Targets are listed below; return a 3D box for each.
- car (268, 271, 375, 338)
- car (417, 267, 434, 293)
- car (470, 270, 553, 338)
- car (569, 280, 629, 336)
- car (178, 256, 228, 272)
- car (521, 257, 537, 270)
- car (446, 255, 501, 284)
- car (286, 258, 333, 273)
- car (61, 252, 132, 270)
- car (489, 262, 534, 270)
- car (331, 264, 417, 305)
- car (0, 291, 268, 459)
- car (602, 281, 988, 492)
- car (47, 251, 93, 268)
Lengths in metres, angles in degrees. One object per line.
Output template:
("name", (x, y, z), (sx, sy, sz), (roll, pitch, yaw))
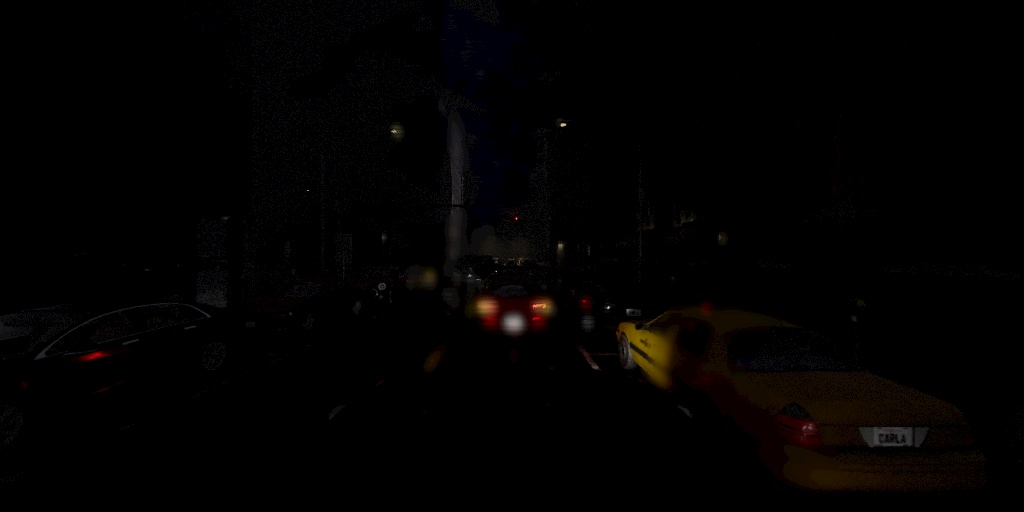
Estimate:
("car", (-5.772, 1.295, 10.183), (1.888, 1.381, 4.507), (0, 0, 0))
("car", (-5.785, 1.277, 20.926), (1.751, 1.417, 4.829), (0, 0, 0))
("car", (0.060, 1.276, 10.028), (1.812, 1.442, 4.674), (0, 0, 0))
("car", (2.754, 1.316, 10.195), (1.948, 1.339, 4.313), (0, 0, 0))
("car", (-27.357, 0.752, 32.511), (4.892, 1.490, 1.837), (1, 0, 0))
("car", (2.702, 1.202, 53.077), (1.967, 1.591, 4.097), (0, 0, 0))
("car", (-2.971, 0.962, 27.146), (2.150, 2.045, 5.566), (-1, 0, 16))
("car", (-17.858, 0.936, 32.540), (4.892, 1.490, 1.837), (1, 0, 0))
("car", (-37.280, 0.622, 32.486), (4.181, 1.385, 1.994), (1, 0, -1))
("car", (-0.002, 1.256, 18.895), (1.837, 1.490, 4.892), (0, 0, 0))
("car", (-5.778, 1.190, 15.640), (1.967, 1.591, 4.097), (0, 0, 0))
("car", (-5.765, 1.300, 4.726), (2.007, 1.370, 4.403), (0, 0, 0))
("car", (2.760, 1.275, 4.908), (1.751, 1.417, 4.829), (0, 0, 0))
("car", (-43.156, 0.299, 35.664), (4.553, 1.767, 2.097), (1, 0, 0))
